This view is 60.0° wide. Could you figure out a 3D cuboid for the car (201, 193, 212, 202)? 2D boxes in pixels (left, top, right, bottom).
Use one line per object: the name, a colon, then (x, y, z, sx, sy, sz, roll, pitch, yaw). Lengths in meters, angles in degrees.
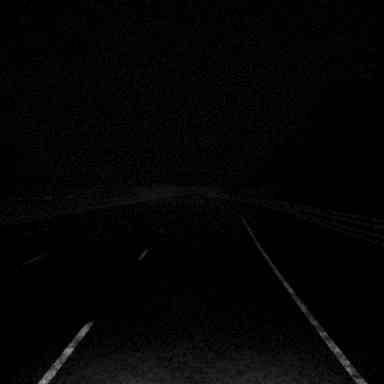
car: (3.553, 1.502, 75.537, 1.882, 1.535, 5.008, 0, 0, 0)
